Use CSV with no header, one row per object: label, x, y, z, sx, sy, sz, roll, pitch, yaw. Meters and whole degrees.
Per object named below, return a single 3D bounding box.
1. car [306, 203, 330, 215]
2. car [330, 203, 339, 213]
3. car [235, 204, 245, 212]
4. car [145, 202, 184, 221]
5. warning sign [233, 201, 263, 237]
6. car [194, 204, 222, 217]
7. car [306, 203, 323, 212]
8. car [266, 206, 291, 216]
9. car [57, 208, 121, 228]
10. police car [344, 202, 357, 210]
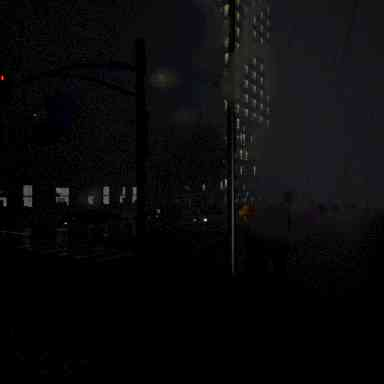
car,16.985,2.376,45.225,1.837,1.490,4.892,0,-1,33
car,22.513,2.529,53.841,1.882,1.535,5.008,0,-1,33
car,7.506,2.386,48.798,1.994,1.385,4.181,0,-1,34
car,-2.778,1.835,32.872,2.097,1.767,4.553,0,-1,33
warning sign,3.127,1.454,18.539,1.300,1.860,1.060,1,1,33
car,2.078,2.169,40.421,1.812,1.442,4.674,0,-1,33
car,21.435,2.702,58.169,1.895,1.301,4.718,0,-1,33
car,10.931,2.358,41.815,1.895,1.301,4.718,0,-1,33
car,-7.692,1.921,25.228,1.895,1.301,4.718,0,-1,33
police car,31.471,2.738,65.848,1.930,1.638,5.238,0,-1,33
